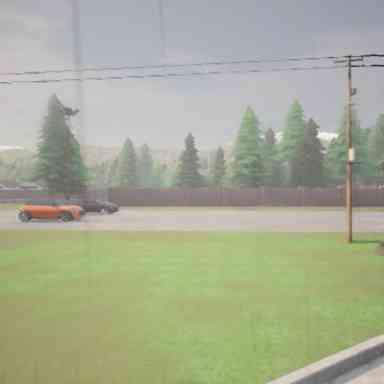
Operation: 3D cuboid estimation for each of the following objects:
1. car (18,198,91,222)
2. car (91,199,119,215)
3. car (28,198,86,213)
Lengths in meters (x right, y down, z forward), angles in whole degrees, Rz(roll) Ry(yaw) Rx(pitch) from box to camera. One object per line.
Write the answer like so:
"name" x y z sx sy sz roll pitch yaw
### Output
"car" -10.263 1.268 24.656 4.553 1.767 2.097 0 0 5
"car" -9.401 1.394 31.609 4.892 1.490 1.837 0 0 5
"car" -14.337 1.426 35.510 5.357 1.411 2.033 0 0 5
